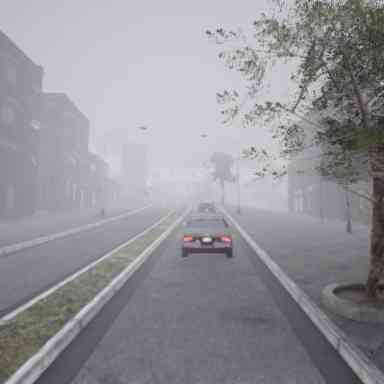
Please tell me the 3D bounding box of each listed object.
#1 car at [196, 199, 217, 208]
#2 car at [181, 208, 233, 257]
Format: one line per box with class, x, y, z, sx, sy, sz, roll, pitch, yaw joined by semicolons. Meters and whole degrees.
car;1.576;1.553;35.961;1.837;1.490;4.892;0;0;2
car;0.585;1.568;13.087;2.033;1.411;5.357;0;0;3
